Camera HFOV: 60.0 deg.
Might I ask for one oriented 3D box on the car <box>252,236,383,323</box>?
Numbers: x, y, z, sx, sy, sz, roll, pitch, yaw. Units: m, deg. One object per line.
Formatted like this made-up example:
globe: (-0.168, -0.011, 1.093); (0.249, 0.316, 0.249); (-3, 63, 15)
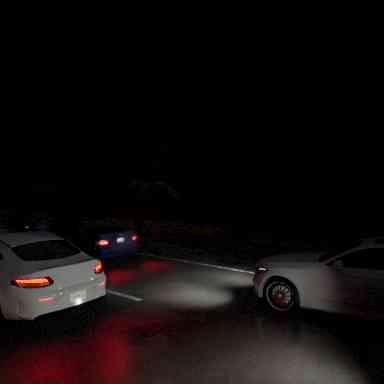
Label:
car: (3.375, 1.525, 5.885); (4.674, 1.442, 1.812); (0, 0, 36)

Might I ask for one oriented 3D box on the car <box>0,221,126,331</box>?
car: (-3.677, 1.455, 6.651); (4.674, 1.442, 1.812); (1, 1, 36)

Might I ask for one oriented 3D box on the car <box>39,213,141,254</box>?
car: (-4.149, 1.431, 11.310); (5.357, 1.411, 2.033); (1, 1, 36)
